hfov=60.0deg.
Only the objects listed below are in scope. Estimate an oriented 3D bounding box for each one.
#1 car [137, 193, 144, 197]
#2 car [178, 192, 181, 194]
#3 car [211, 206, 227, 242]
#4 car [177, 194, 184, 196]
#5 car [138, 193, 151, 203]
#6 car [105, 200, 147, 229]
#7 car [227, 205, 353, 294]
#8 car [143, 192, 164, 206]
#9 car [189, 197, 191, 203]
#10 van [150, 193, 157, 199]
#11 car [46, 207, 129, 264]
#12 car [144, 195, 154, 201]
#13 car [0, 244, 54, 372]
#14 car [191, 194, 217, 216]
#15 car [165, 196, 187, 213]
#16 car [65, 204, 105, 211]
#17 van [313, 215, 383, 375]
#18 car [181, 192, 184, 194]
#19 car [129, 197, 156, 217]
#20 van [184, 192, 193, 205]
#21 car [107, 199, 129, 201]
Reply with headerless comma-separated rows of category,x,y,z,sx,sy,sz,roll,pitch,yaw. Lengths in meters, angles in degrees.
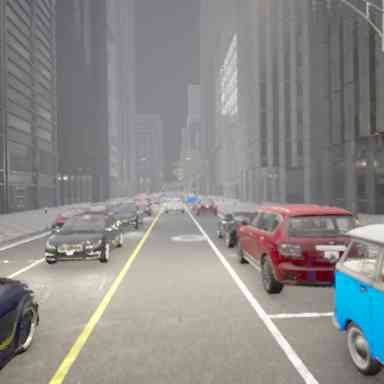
car,-8.855,1.210,58.833,2.192,1.841,5.009,-1,0,-3
car,-1.908,1.070,87.442,1.967,1.590,4.097,-1,0,-3
car,2.166,1.484,14.236,1.947,1.339,4.313,-1,0,-3
car,-2.480,1.425,46.765,1.994,1.385,4.181,-1,0,-3
car,-9.168,1.184,64.465,2.192,1.841,5.009,-1,0,-3
car,-4.195,1.491,21.425,1.837,1.490,4.892,-1,0,-3
car,2.475,1.249,8.603,2.192,1.841,5.009,-1,0,-3
car,-5.670,1.227,49.572,2.128,1.511,4.902,-1,0,-3
car,0.914,1.434,36.761,1.802,1.307,4.206,-1,0,-3
van,-10.734,1.078,92.614,1.690,1.788,3.998,-1,0,-3
car,-3.681,1.518,12.075,1.837,1.490,4.892,-1,0,-3
car,-9.781,1.339,75.517,1.752,1.417,4.829,0,1,-2
car,-3.193,1.602,3.296,1.994,1.385,4.181,-1,0,-3
car,1.225,1.309,31.128,1.967,1.590,4.097,-1,0,-3
car,-1.786,1.426,34.898,1.812,1.442,4.674,-1,0,-3
car,-6.661,1.575,19.419,1.887,1.381,4.507,-1,0,-3
van,2.789,1.290,2.971,1.690,1.788,3.998,-1,0,-3
car,-0.970,1.235,70.753,1.752,1.417,4.829,0,1,-2
car,-4.701,1.483,31.269,1.812,1.442,4.674,-1,0,-3
van,-0.028,1.133,53.653,1.690,1.788,3.998,-1,0,-3
car,-7.288,1.438,30.680,1.967,1.590,4.097,-1,0,-3
